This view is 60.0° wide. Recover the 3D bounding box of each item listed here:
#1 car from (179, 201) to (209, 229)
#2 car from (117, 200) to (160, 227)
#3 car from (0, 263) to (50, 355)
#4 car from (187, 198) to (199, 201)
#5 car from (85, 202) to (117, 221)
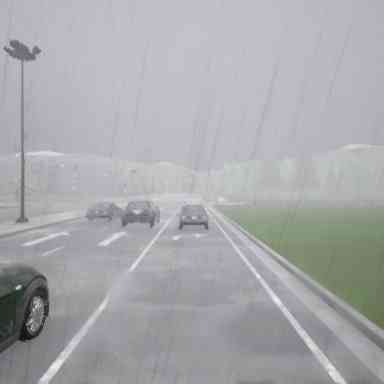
[{"bbox_3d":[0.103,1.514,21.522,2.033,1.411,5.357,0,0,0],"label":"car"},{"bbox_3d":[-3.396,1.317,22.813,2.097,1.767,4.553,0,0,0],"label":"car"},{"bbox_3d":[-3.397,1.346,3.660,2.097,1.767,4.553,0,0,0],"label":"car"},{"bbox_3d":[0.087,1.467,38.038,1.812,1.442,4.674,0,0,0],"label":"car"},{"bbox_3d":[-6.896,1.506,26.609,2.033,1.411,5.357,0,0,0],"label":"car"}]
